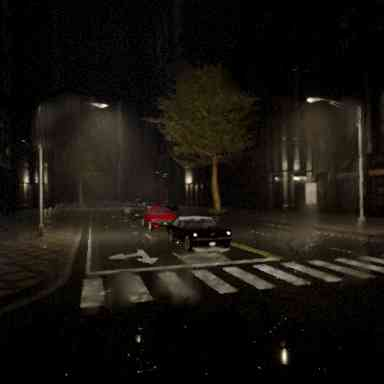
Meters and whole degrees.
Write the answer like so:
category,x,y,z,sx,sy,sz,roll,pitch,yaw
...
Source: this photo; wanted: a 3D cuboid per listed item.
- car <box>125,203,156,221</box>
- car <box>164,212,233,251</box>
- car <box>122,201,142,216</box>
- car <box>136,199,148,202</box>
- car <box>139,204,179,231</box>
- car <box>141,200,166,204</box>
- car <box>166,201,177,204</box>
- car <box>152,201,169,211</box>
category,x,y,z,sx,sy,sz,roll,pitch,yaw
car,-5.273,2.131,33.968,2.033,1.411,5.357,-1,-1,-17
car,0.222,1.830,15.552,1.895,1.301,4.718,-1,-1,-17
car,-8.082,2.294,43.536,1.812,1.442,4.674,-1,-1,-16
car,-8.500,2.186,56.450,2.150,2.045,5.566,-1,-1,-17
car,-2.433,1.878,24.439,1.882,1.535,5.008,-1,-1,-17
car,-5.553,2.267,46.768,2.128,1.511,4.902,-1,-1,-16
car,-3.504,2.160,51.248,2.097,1.767,4.553,-1,-1,-16
car,-5.492,2.413,57.746,1.882,1.535,5.008,-1,-1,-17
